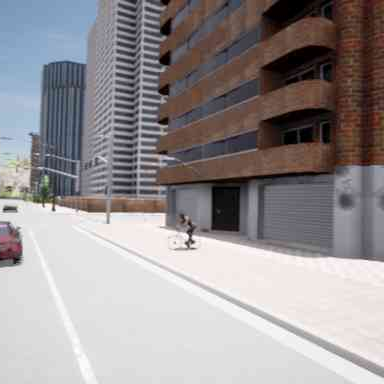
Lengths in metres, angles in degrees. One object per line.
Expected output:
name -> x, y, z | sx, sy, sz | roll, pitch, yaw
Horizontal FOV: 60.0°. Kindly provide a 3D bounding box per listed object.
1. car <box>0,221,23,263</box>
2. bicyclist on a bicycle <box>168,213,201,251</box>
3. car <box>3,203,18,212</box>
car -> -7.420, 1.745, 12.354 | 1.994, 1.385, 4.181 | 2, -2, -28
bicyclist on a bicycle -> -0.300, 1.722, 14.456 | 1.656, 1.620, 0.582 | 2, -2, -28
car -> -27.745, 2.364, 50.890 | 1.895, 1.301, 4.718 | 2, -2, -28
